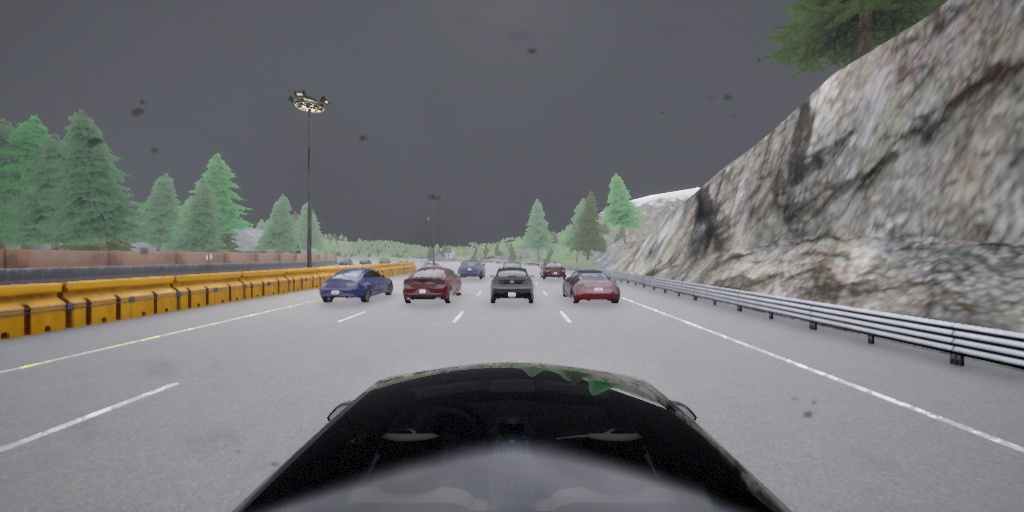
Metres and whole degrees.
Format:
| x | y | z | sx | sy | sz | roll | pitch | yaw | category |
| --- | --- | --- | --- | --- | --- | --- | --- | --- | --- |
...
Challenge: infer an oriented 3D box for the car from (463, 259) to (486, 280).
| x | y | z | sx | sy | sz | roll | pitch | yaw | category |
| --- | --- | --- | --- | --- | --- | --- | --- | --- | --- |
| -3.476 | 1.113 | 31.459 | 2.097 | 1.767 | 4.553 | 0 | 0 | 0 | car |

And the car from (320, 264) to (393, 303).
| x | y | z | sx | sy | sz | roll | pitch | yaw | category |
| --- | --- | --- | --- | --- | --- | --- | --- | --- | --- |
| -6.995 | 1.280 | 16.493 | 1.812 | 1.442 | 4.674 | 0 | 0 | 0 | car |

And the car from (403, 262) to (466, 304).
| x | y | z | sx | sy | sz | roll | pitch | yaw | category |
| --- | --- | --- | --- | --- | --- | --- | --- | --- | --- |
| -3.495 | 1.232 | 16.489 | 1.882 | 1.535 | 5.008 | 0 | 0 | 0 | car |

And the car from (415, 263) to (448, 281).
| x | y | z | sx | sy | sz | roll | pitch | yaw | category |
| --- | --- | --- | --- | --- | --- | --- | --- | --- | --- |
| -6.976 | 1.320 | 31.493 | 1.994 | 1.385 | 4.181 | 0 | 0 | 0 | car |

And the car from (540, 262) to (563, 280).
| x | y | z | sx | sy | sz | roll | pitch | yaw | category |
| --- | --- | --- | --- | --- | --- | --- | --- | --- | --- |
| 3.524 | 1.232 | 31.480 | 1.882 | 1.535 | 5.008 | 0 | 0 | 0 | car |

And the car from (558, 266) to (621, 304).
| x | y | z | sx | sy | sz | roll | pitch | yaw | category |
| --- | --- | --- | --- | --- | --- | --- | --- | --- | --- |
| 3.505 | 1.320 | 16.480 | 1.994 | 1.385 | 4.181 | 0 | 0 | 0 | car |

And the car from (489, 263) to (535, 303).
| x | y | z | sx | sy | sz | roll | pitch | yaw | category |
| --- | --- | --- | --- | --- | --- | --- | --- | --- | --- |
| 0.005 | 1.264 | 16.485 | 1.837 | 1.490 | 4.892 | 0 | 0 | 0 | car |
